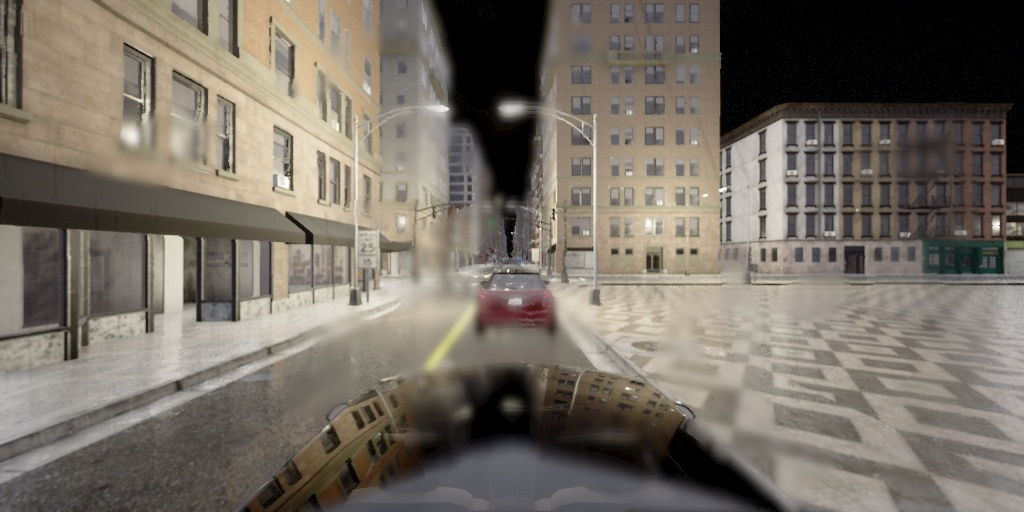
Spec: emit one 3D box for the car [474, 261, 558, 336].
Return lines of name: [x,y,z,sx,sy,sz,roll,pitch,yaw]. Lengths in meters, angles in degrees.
car: [0.105,1.147,10.732,2.097,1.767,4.553,0,0,0]

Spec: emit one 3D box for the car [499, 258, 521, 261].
car: [-0.178,1.209,23.339,2.097,1.767,4.553,0,0,-3]
